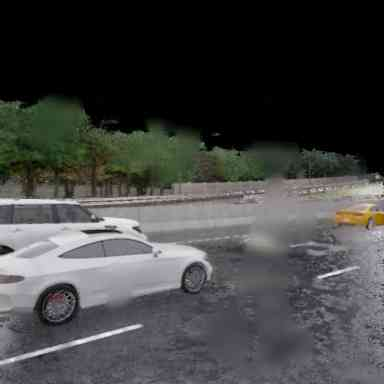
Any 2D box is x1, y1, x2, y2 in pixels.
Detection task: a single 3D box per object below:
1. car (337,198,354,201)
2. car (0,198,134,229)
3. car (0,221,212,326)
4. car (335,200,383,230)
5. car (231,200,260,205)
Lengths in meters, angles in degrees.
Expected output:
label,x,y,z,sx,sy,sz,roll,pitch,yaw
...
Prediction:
label,x,y,z,sx,sy,sz,roll,pitch,yaw
car,21.663,1.508,46.903,4.181,1.385,1.994,0,0,-37
car,-4.062,1.193,9.601,5.566,2.045,2.150,0,0,-37
car,-1.709,1.508,6.991,4.674,1.442,1.812,0,0,-37
car,11.021,1.473,20.996,5.008,1.535,1.882,0,0,-37
car,5.497,1.520,34.625,4.181,1.385,1.994,0,0,-37
